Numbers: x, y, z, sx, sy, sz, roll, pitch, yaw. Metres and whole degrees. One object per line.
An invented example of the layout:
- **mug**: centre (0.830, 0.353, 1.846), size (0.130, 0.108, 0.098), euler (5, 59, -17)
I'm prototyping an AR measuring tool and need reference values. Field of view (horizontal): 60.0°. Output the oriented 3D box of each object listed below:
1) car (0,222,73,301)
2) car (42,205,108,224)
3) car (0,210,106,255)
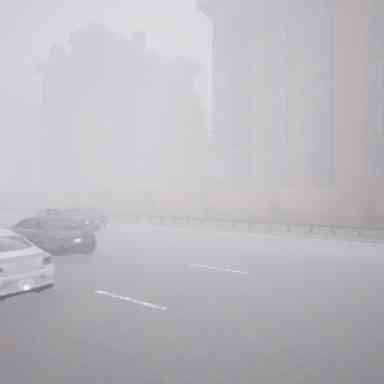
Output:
- **car**: centre (-4.960, 1.526, 7.524), size (4.674, 1.442, 1.812), euler (0, 0, 35)
- **car**: centre (-7.169, 1.547, 17.693), size (5.357, 1.411, 2.033), euler (0, 0, 35)
- **car**: centre (-5.396, 1.564, 12.134), size (4.181, 1.385, 1.994), euler (0, 0, 35)
